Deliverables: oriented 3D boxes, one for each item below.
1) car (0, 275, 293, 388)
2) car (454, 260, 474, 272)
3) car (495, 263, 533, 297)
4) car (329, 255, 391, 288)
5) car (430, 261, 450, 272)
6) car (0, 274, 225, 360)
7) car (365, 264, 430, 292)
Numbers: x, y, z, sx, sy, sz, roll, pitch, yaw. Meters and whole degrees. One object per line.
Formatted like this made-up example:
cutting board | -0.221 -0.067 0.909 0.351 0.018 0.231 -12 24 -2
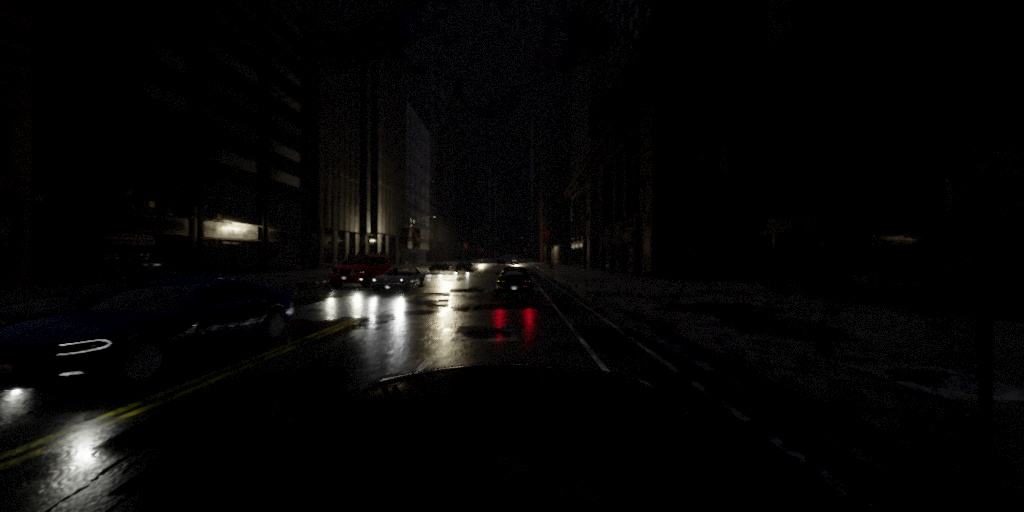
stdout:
car | -6.573 1.193 7.146 1.882 1.535 5.008 0 0 0
car | -6.162 1.293 46.542 1.812 1.442 4.674 0 0 1
car | 0.121 1.285 18.767 1.812 1.442 4.674 0 0 0
car | -9.673 0.931 23.504 2.150 2.045 5.566 0 0 1
car | -9.410 1.349 46.679 1.895 1.301 4.718 0 0 0
car | -9.803 1.262 8.890 1.994 1.385 4.181 0 0 1
car | -6.454 1.323 20.838 1.895 1.301 4.718 0 0 1
